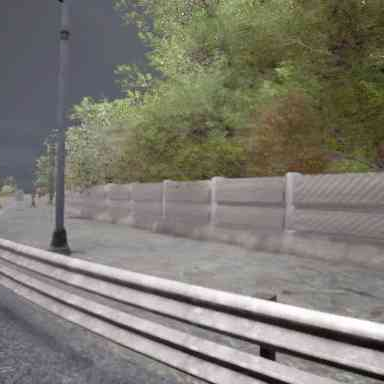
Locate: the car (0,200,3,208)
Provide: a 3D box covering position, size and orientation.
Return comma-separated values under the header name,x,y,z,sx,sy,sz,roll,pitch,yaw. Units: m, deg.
name,x,y,z,sx,sy,sz,roll,pitch,yaw
car,-32.754,1.881,55.431,1.882,1.535,5.008,1,-1,-26
